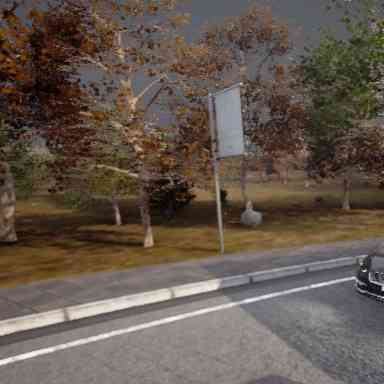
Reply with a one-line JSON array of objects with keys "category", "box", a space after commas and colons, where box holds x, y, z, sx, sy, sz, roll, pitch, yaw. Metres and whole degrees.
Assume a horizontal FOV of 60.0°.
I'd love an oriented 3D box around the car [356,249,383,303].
[{"category": "car", "box": [5.477, 1.404, 6.778, 4.892, 1.490, 1.837, 0, 1, -28]}]
